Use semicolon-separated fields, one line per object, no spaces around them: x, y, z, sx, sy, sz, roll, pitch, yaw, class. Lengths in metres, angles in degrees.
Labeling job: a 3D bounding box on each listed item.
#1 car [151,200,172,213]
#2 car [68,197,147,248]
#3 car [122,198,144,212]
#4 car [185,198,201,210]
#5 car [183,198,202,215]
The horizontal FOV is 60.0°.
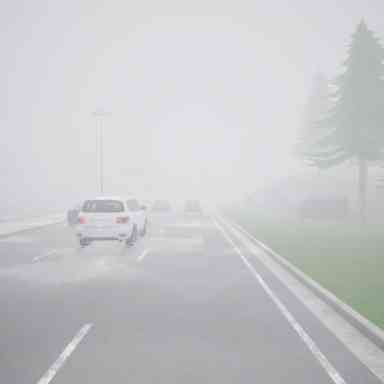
-3.404;1.564;37.422;1.994;1.385;4.181;0;0;0;car
-3.401;1.221;14.993;2.150;2.045;5.566;0;0;0;car
-6.901;1.526;39.332;1.812;1.442;4.674;0;0;0;car
0.133;1.547;44.513;2.033;1.411;5.357;0;0;1;car
0.091;1.547;34.437;2.033;1.411;5.357;0;0;0;car
